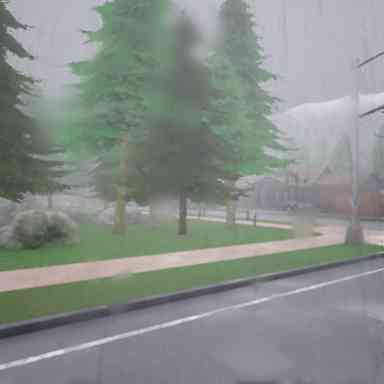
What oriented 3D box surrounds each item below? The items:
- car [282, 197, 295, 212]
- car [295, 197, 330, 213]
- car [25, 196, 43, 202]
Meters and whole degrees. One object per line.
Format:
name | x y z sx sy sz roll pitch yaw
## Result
car | 13.441 1.563 42.962 3.866 1.878 1.905 1 0 -37
car | 15.259 1.566 41.182 4.605 1.855 1.932 1 0 -37
car | -37.627 1.507 79.174 4.553 1.767 2.097 0 0 26
